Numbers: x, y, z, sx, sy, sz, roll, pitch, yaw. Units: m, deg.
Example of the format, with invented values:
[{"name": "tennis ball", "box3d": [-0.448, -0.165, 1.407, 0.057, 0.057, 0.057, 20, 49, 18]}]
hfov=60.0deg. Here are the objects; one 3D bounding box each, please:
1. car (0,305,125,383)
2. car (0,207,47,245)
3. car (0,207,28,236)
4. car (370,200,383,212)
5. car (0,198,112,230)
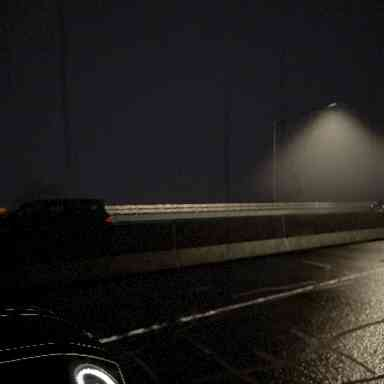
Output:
[{"name": "car", "box3d": [-2.619, 1.343, 1.866, 4.553, 1.767, 2.097, 1, 0, -36]}, {"name": "car", "box3d": [-9.245, 1.483, 14.583, 5.008, 1.535, 1.882, 1, 0, -35]}, {"name": "car", "box3d": [-11.135, 1.570, 17.532, 4.181, 1.385, 1.994, 1, 0, -35]}, {"name": "car", "box3d": [24.739, 1.761, 42.370, 4.553, 1.767, 2.097, 1, 0, -34]}, {"name": "car", "box3d": [-5.834, 1.240, 12.716, 5.566, 2.045, 2.150, 1, 0, -35]}]
